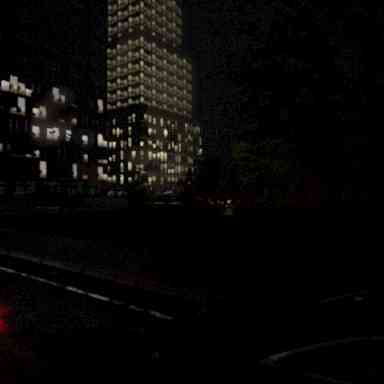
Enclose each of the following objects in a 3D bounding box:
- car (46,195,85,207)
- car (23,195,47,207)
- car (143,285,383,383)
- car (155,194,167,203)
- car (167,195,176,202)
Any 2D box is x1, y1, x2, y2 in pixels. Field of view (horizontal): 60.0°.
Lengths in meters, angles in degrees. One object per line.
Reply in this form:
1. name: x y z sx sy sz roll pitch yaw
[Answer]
1. car: -15.881 1.217 42.753 1.994 1.385 4.181 0 0 37
2. car: -19.427 1.154 43.447 2.128 1.511 4.902 0 0 37
3. car: 1.767 1.492 2.427 4.902 1.511 2.128 1 0 35
4. car: -5.374 1.170 62.002 1.882 1.535 5.008 0 0 37
5. car: -1.809 1.034 61.312 2.097 1.767 4.553 0 0 37
